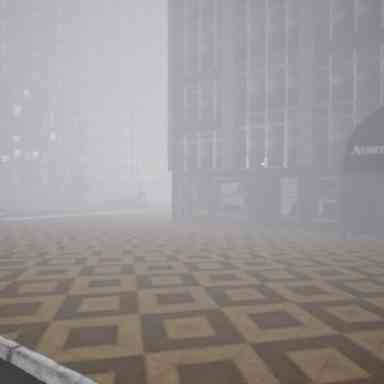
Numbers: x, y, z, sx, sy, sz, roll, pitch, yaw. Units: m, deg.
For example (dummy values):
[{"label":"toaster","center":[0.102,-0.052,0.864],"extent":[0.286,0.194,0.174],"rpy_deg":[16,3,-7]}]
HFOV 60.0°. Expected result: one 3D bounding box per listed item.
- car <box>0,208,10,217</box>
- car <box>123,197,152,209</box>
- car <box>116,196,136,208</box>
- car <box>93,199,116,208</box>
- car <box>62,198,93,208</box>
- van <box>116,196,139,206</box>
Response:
[{"label":"car","center":[-20.784,1.898,33.533],"extent":[2.008,1.369,4.403],"rpy_deg":[0,0,34]},{"label":"car","center":[-8.180,1.967,52.254],"extent":[1.947,1.339,4.313],"rpy_deg":[0,0,34]},{"label":"car","center":[-9.722,1.900,54.718],"extent":[1.812,1.442,4.674],"rpy_deg":[1,1,35]},{"label":"car","center":[-13.832,1.882,54.146],"extent":[2.033,1.411,5.357],"rpy_deg":[1,0,35]},{"label":"car","center":[-18.277,1.736,52.319],"extent":[1.967,1.590,4.097],"rpy_deg":[0,0,34]},{"label":"van","center":[-11.923,1.664,61.643],"extent":[1.690,1.788,3.998],"rpy_deg":[0,0,34]}]
